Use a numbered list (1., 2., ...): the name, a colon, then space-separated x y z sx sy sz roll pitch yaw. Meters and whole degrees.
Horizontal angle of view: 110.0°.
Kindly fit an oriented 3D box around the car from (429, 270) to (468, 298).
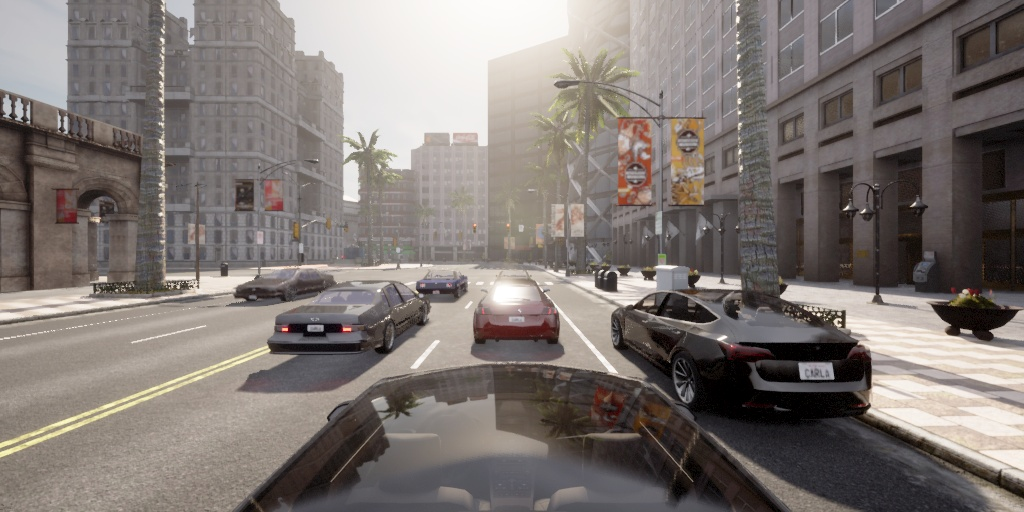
1. car: -3.410 1.351 18.374 1.895 1.301 4.718 0 0 0

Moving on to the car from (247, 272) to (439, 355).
1. car: -3.406 1.297 8.725 2.033 1.411 5.357 0 0 0

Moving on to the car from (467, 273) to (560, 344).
1. car: 0.096 1.314 9.610 1.994 1.385 4.181 0 0 0

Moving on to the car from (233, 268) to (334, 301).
1. car: -10.542 1.298 17.267 2.033 1.411 5.357 0 0 1

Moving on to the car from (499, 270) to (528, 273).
1. car: 0.090 1.351 18.418 1.895 1.301 4.718 0 0 0
